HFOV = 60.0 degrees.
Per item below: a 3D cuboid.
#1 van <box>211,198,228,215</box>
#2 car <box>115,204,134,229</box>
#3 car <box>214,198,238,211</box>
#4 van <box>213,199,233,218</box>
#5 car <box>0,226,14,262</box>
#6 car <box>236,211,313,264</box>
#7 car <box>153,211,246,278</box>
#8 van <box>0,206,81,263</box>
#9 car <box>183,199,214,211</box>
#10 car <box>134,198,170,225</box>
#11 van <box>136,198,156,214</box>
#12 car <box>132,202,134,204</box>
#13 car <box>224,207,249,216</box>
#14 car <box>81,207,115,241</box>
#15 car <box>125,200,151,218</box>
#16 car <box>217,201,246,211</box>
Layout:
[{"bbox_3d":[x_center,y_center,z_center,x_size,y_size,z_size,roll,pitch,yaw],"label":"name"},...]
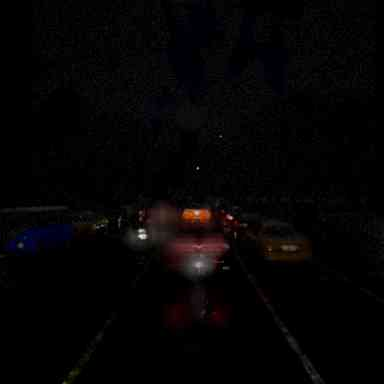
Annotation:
[{"bbox_3d":[3.175,1.640,39.058,1.690,1.788,3.998,0,0,1],"label":"van"},{"bbox_3d":[-5.530,1.712,22.839,1.947,1.339,4.313,0,0,1],"label":"car"},{"bbox_3d":[3.055,1.532,28.184,2.192,1.841,5.009,0,0,1],"label":"car"},{"bbox_3d":[3.115,1.599,33.621,1.690,1.788,3.998,0,0,1],"label":"van"},{"bbox_3d":[-5.709,1.592,6.528,1.947,1.339,4.313,0,0,1],"label":"car"},{"bbox_3d":[2.877,1.623,12.041,1.752,1.417,4.829,0,0,1],"label":"car"},{"bbox_3d":[0.199,1.568,10.425,2.128,1.511,4.902,0,0,1],"label":"car"},{"bbox_3d":[-5.649,1.407,11.967,1.690,1.788,3.998,0,0,1],"label":"van"},{"bbox_3d":[0.363,1.540,25.411,2.097,1.767,4.553,0,0,1],"label":"car"},{"bbox_3d":[-2.816,1.529,25.637,2.097,1.767,4.553,0,0,1],"label":"car"},{"bbox_3d":[-5.350,1.610,39.153,1.690,1.788,3.998,0,0,1],"label":"van"},{"bbox_3d":[-5.472,1.711,28.107,1.752,1.417,4.829,0,0,1],"label":"car"},{"bbox_3d":[2.935,1.681,17.309,1.887,1.381,4.507,0,0,1],"label":"car"},{"bbox_3d":[-5.592,1.630,17.233,1.752,1.417,4.829,0,0,1],"label":"car"},{"bbox_3d":[-5.410,1.668,33.715,1.967,1.590,4.097,0,0,1],"label":"car"},{"bbox_3d":[2.995,1.617,22.746,1.967,1.590,4.097,0,0,1],"label":"car"}]
